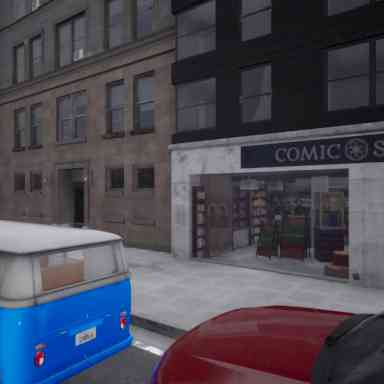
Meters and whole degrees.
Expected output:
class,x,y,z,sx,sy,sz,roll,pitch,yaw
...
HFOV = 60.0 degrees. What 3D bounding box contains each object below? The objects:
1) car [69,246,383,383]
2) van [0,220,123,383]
class,x,y,z,sx,sy,sz,roll,pitch,yaw
car,1.955,1.315,1.415,5.009,1.841,2.192,0,0,36
van,-2.665,1.341,4.718,3.998,1.788,1.690,0,0,36
